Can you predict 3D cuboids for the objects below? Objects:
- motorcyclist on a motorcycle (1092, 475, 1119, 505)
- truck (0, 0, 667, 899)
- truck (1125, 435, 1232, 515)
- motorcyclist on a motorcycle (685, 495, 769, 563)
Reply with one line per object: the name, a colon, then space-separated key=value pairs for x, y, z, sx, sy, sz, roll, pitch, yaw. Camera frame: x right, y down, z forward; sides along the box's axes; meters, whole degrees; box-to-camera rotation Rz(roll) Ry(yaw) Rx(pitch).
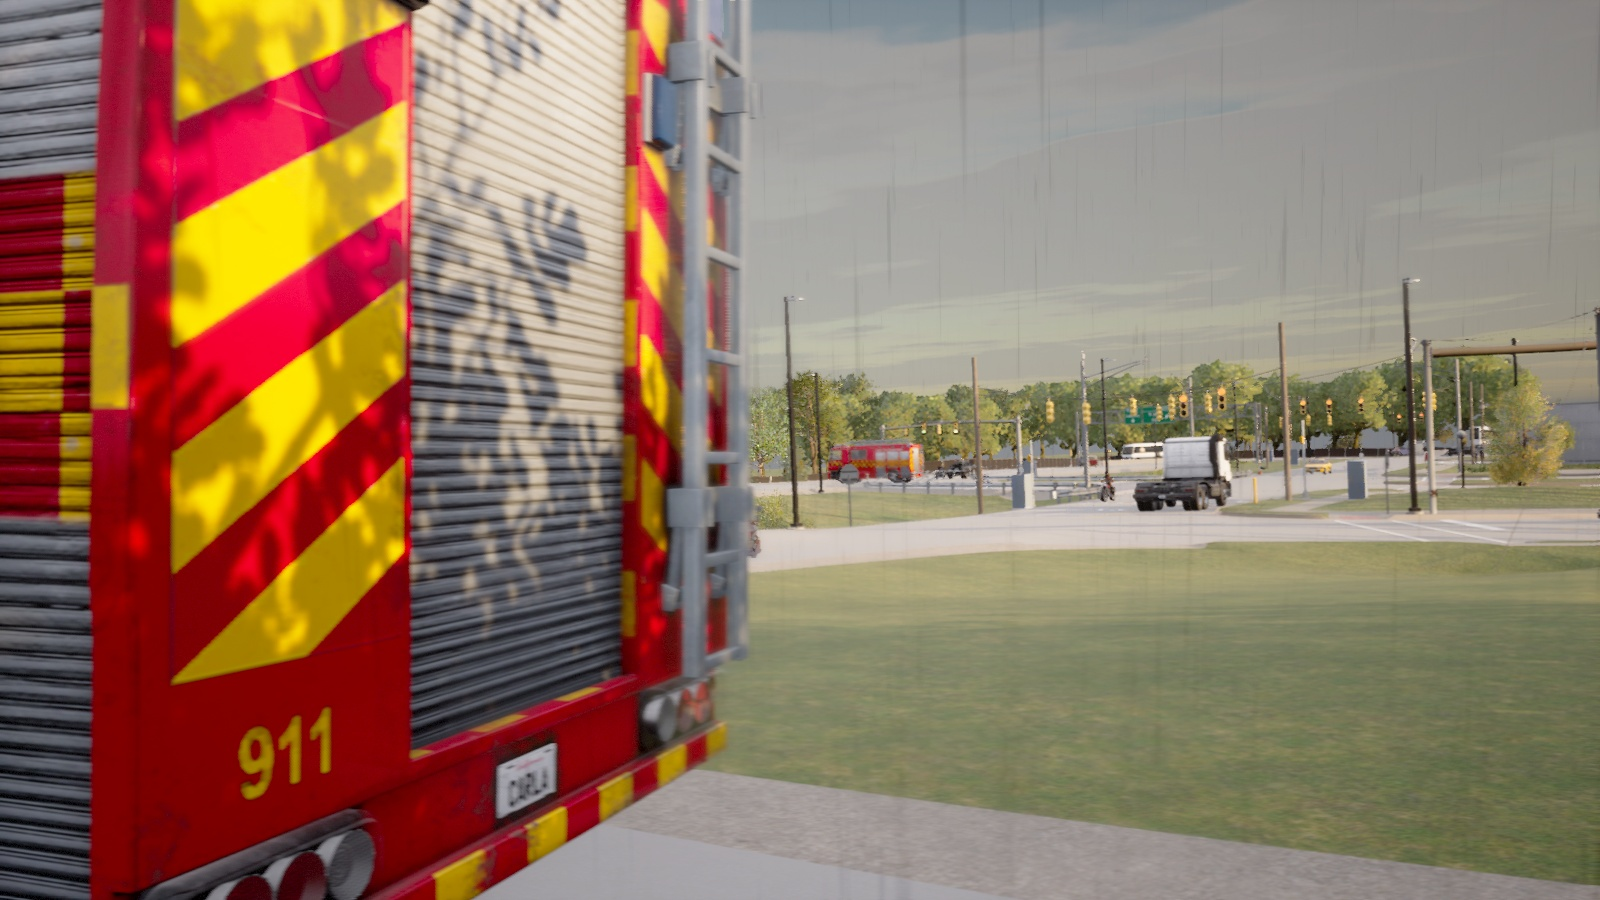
motorcyclist on a motorcycle: x=17.500 y=2.269 z=71.900 sx=0.766 sy=1.649 sz=2.350 roll=-2 pitch=-1 yaw=31
truck: x=-5.007 y=-0.411 z=4.863 sx=8.468 sy=3.827 sz=2.891 roll=0 pitch=-1 yaw=18
truck: x=17.821 y=1.138 z=58.739 sx=2.891 sy=3.462 sz=7.936 roll=-2 pitch=-1 yaw=31
motorcyclist on a motorcycle: x=-1.693 y=1.822 z=29.466 sx=0.866 sy=1.530 sz=2.191 roll=-2 pitch=-3 yaw=32
